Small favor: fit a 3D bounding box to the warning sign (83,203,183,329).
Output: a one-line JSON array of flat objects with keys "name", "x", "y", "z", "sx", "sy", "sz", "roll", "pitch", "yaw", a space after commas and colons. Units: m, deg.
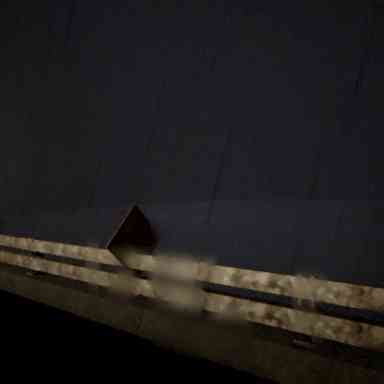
[{"name": "warning sign", "x": -1.008, "y": 1.151, "z": 5.866, "sx": 1.060, "sy": 1.860, "sz": 1.300, "roll": -2, "pitch": 0, "yaw": 36}]
